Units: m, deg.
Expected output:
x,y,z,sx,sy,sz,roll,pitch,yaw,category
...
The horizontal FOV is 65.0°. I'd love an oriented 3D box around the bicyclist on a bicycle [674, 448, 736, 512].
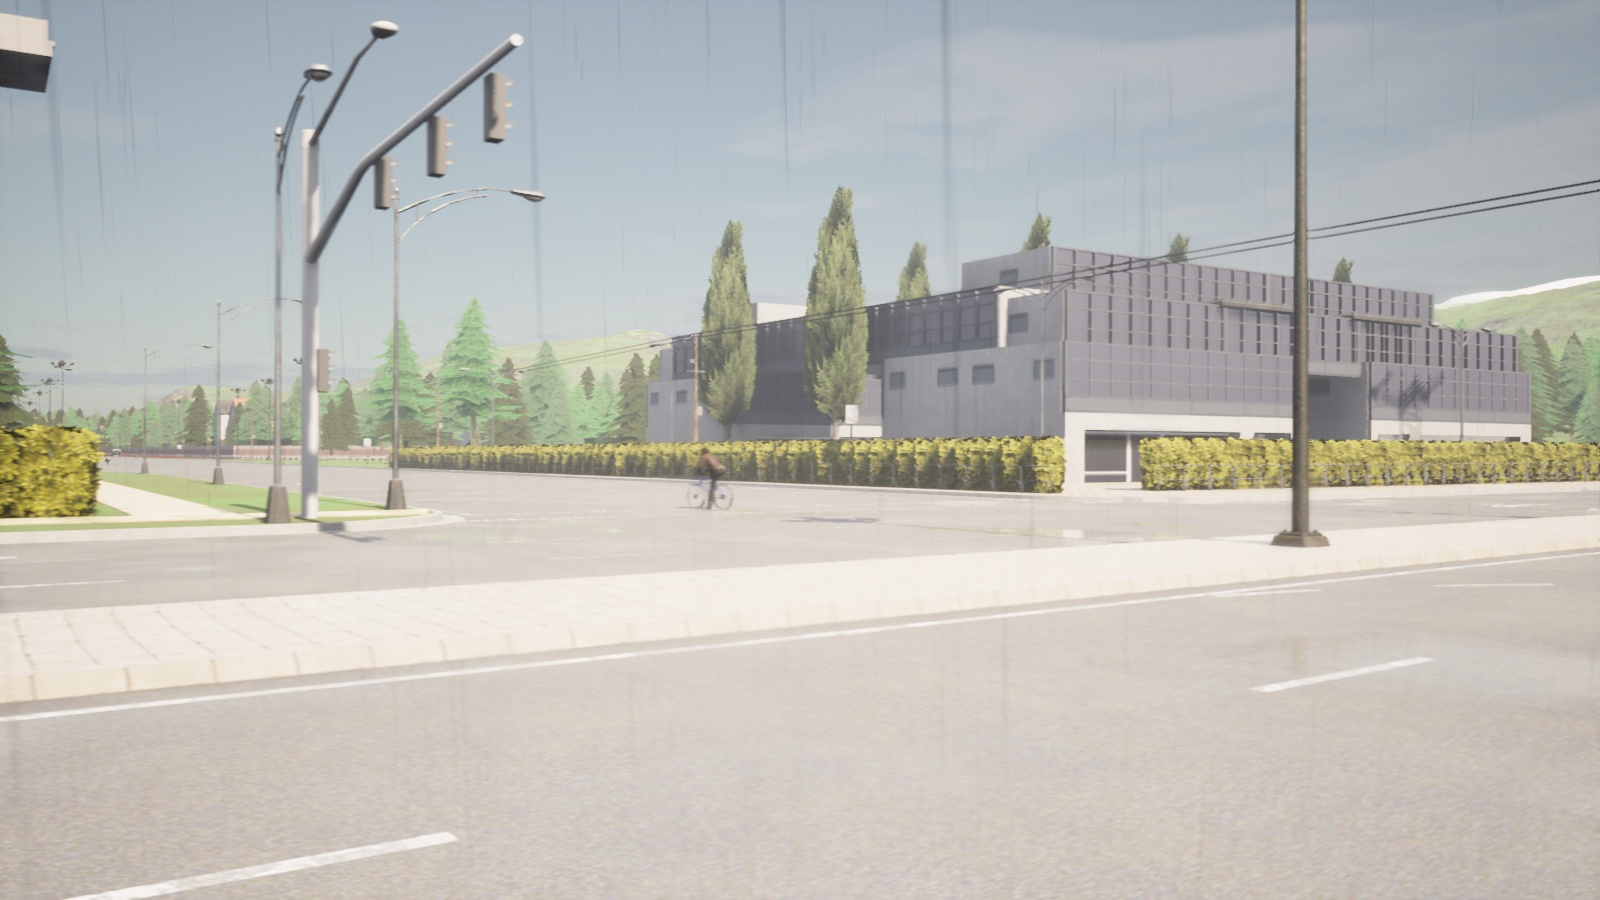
x,y,z,sx,sy,sz,roll,pitch,yaw,category
-2.489,0.775,32.653,1.656,1.620,0.582,-1,-1,40,bicyclist on a bicycle
